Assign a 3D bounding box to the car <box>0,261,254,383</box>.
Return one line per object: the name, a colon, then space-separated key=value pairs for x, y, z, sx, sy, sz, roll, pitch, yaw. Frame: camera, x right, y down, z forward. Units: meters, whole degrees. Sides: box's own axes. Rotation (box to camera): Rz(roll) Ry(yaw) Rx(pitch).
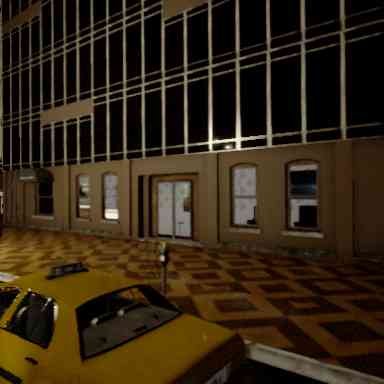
car: x=-1.688 y=1.541 z=4.082 sx=4.829 sy=1.417 sz=1.752 roll=0 pitch=0 yaw=35
